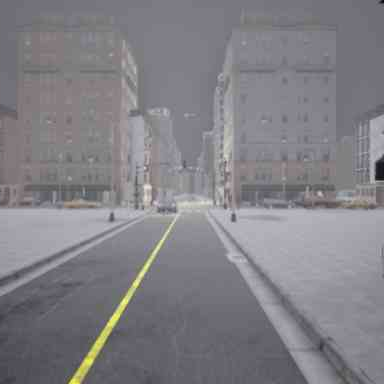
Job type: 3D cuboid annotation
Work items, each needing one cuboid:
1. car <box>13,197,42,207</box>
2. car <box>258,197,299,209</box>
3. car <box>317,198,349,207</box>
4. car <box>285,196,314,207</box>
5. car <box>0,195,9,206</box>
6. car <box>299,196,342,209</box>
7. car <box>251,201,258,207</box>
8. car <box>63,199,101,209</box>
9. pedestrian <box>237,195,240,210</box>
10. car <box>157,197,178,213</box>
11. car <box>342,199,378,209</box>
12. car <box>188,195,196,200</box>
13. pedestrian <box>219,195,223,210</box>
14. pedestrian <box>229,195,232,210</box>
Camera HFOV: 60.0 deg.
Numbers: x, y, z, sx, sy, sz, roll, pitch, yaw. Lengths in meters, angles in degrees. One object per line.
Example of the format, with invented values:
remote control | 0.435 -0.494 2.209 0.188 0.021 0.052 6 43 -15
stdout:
car | -26.414 1.518 53.384 4.097 1.590 1.967 0 0 0
car | 11.751 1.660 45.336 4.403 1.369 2.008 0 0 0
car | 22.575 1.641 53.355 4.403 1.369 2.008 0 0 0
car | 17.165 1.529 53.358 4.097 1.590 1.967 0 0 0
car | -32.076 1.392 53.387 5.009 1.841 2.192 0 0 0
car | 17.160 1.426 45.333 5.009 1.841 2.192 0 0 0
car | 11.756 1.632 53.362 4.507 1.381 1.887 0 0 0
car | -14.925 1.628 45.352 4.829 1.417 1.752 0 0 0
pedestrian | 5.498 1.224 39.546 0.375 1.860 0.375 0 0 0
car | -2.761 1.422 37.746 2.097 1.767 4.553 0 0 0
car | 22.740 1.638 45.330 4.829 1.417 1.752 0 0 0
car | -0.024 1.588 91.486 1.812 1.442 4.674 0 0 0
pedestrian | 3.499 1.219 40.145 0.375 1.860 0.375 0 0 0
pedestrian | 4.499 1.216 38.945 0.375 1.860 0.375 0 0 0
